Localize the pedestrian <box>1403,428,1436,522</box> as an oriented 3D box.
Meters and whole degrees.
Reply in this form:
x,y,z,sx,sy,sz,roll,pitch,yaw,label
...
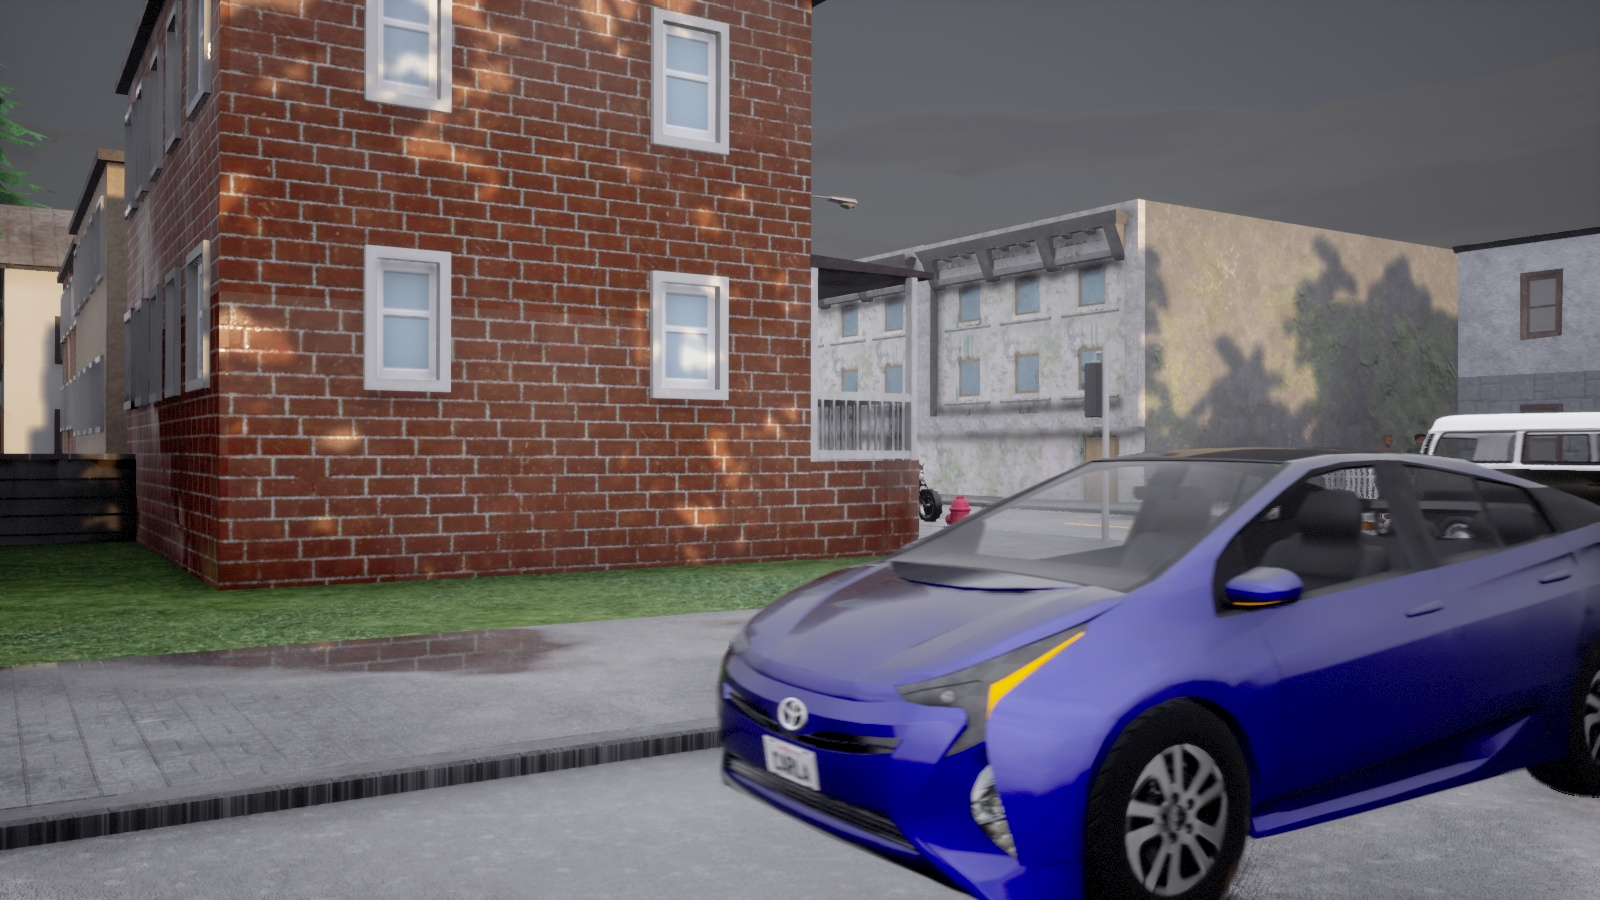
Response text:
x,y,z,sx,sy,sz,roll,pitch,yaw,label
12.207,0.489,24.762,0.353,1.847,0.614,0,0,2,pedestrian

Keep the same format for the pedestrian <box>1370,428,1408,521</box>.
x,y,z,sx,sy,sz,roll,pitch,yaw,label
11.894,0.491,25.378,0.331,1.846,0.634,0,0,-20,pedestrian

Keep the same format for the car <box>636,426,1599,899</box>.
x,y,z,sx,sy,sz,roll,pitch,yaw,label
1.791,0.701,5.369,4.514,1.525,2.007,0,0,-33,car

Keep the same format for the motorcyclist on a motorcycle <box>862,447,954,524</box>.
x,y,z,sx,sy,sz,roll,pitch,yaw,label
2.383,0.759,28.075,0.766,1.649,2.350,0,0,-33,motorcyclist on a motorcycle

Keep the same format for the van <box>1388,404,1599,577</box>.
x,y,z,sx,sy,sz,roll,pitch,yaw,label
10.050,0.485,15.798,2.069,2.038,4.480,1,0,-26,van
